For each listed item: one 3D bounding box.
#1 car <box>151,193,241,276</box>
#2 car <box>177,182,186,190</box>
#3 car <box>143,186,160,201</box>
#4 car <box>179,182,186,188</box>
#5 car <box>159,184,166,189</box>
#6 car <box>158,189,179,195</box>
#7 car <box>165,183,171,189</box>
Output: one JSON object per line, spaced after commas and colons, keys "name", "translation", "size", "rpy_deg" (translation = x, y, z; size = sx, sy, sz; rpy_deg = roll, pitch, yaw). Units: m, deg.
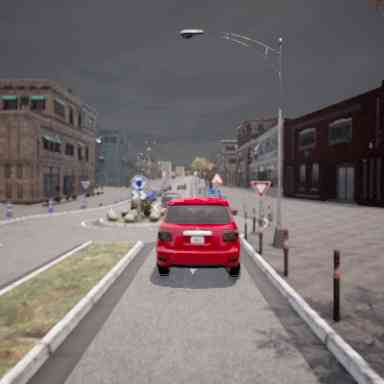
{"name": "car", "translation": [0.268, 1.151, 10.360], "size": [2.150, 2.045, 5.566], "rpy_deg": [0, 1, 3]}
{"name": "car", "translation": [-2.334, -1.145, 73.116], "size": [1.812, 1.442, 4.674], "rpy_deg": [0, 2, 0]}
{"name": "car", "translation": [-5.373, 0.365, 40.468], "size": [1.882, 1.535, 5.008], "rpy_deg": [0, 4, 1]}
{"name": "car", "translation": [-2.356, -1.706, 83.105], "size": [1.812, 1.442, 4.674], "rpy_deg": [0, 2, 0]}
{"name": "car", "translation": [-5.366, -0.019, 50.661], "size": [1.812, 1.442, 4.674], "rpy_deg": [0, 3, 0]}
{"name": "car", "translation": [-1.936, 0.796, 32.426], "size": [2.033, 1.411, 5.357], "rpy_deg": [0, 2, -8]}
{"name": "car", "translation": [-5.328, -0.586, 60.861], "size": [1.837, 1.490, 4.892], "rpy_deg": [0, 3, 1]}
